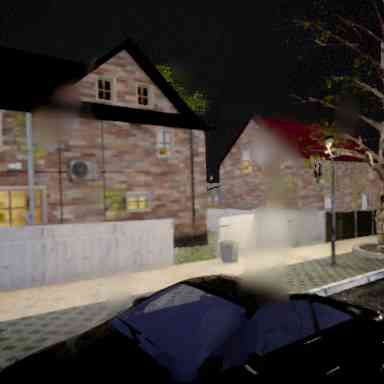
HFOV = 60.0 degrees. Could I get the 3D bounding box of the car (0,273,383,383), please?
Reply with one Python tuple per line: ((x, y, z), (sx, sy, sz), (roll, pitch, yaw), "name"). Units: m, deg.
((0.264, 1.603, 3.241), (4.181, 1.385, 1.994), (0, -1, -36), "car")
